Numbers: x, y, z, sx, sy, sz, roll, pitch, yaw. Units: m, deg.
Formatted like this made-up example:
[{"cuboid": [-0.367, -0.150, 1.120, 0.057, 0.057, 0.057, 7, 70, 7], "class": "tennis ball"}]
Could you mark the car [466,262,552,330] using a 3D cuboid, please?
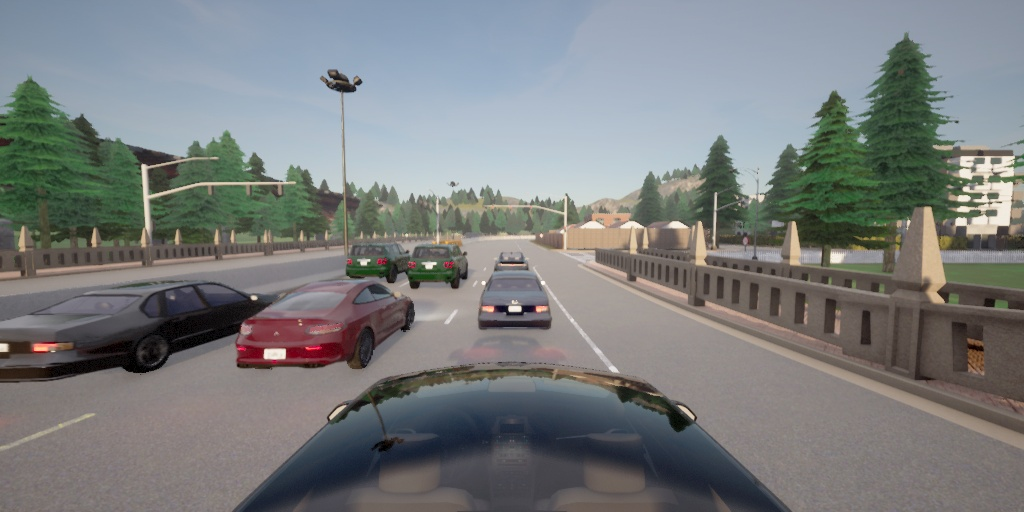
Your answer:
[{"cuboid": [0.048, 1.115, 10.419, 2.033, 1.411, 5.357, 0, 2, 0], "class": "car"}]

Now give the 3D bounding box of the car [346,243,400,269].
[{"cuboid": [-7.022, 0.273, 19.623, 2.150, 2.045, 5.566, 0, 4, 0], "class": "car"}]

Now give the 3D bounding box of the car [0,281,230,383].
[{"cuboid": [-6.932, 1.216, 7.332, 2.033, 1.411, 5.357, 0, 1, 0], "class": "car"}]

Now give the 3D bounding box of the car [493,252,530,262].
[{"cuboid": [-0.024, 0.516, 20.115, 2.128, 1.511, 4.902, 0, 4, 0], "class": "car"}]

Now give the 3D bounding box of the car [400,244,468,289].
[{"cuboid": [-3.507, 0.387, 17.798, 2.150, 2.045, 5.566, 0, 4, 0], "class": "car"}]

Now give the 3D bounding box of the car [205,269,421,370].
[{"cuboid": [-3.434, 1.192, 7.445, 1.812, 1.442, 4.674, 0, 1, -1], "class": "car"}]
